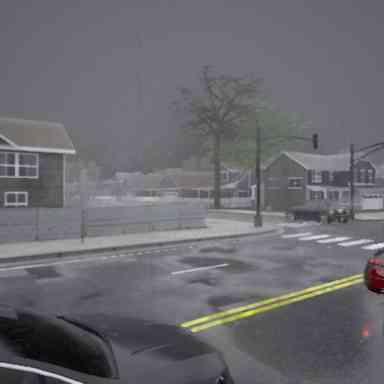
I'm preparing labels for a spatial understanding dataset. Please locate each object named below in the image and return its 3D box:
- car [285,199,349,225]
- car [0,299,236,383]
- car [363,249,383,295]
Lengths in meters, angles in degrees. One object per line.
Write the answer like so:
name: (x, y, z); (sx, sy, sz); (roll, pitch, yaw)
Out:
car: (9.052, 1.371, 24.490); (2.097, 1.767, 4.553); (0, 0, -30)
car: (-1.847, 1.503, 2.123); (4.892, 1.490, 1.837); (1, 0, -36)
car: (5.739, 1.566, 7.604); (4.181, 1.385, 1.994); (0, 0, -38)
